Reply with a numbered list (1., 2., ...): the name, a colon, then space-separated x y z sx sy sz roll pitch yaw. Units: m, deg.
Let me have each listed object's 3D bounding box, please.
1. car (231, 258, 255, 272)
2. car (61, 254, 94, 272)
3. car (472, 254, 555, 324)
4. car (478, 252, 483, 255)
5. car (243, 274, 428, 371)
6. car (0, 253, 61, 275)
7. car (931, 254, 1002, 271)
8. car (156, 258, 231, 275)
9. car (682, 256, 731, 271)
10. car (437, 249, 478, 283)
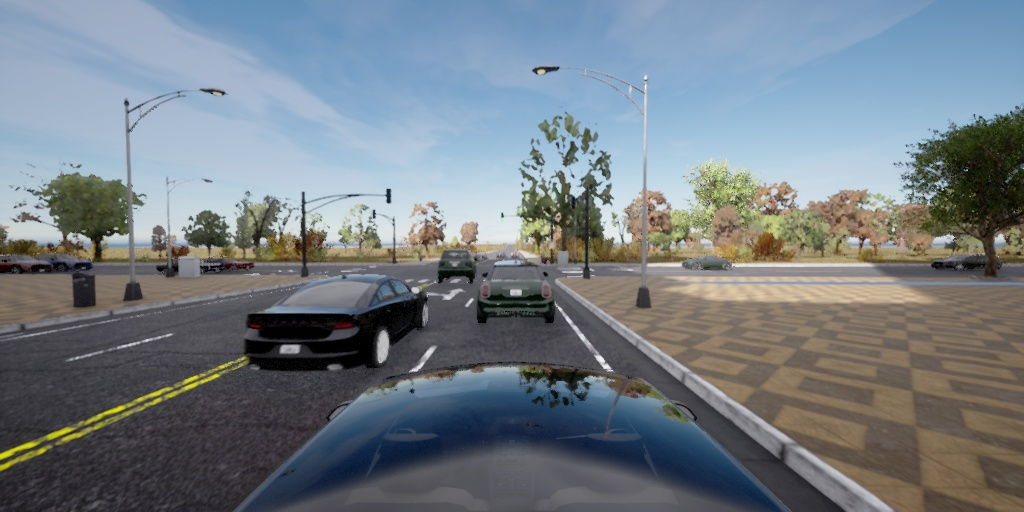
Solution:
1. car: -27.004 0.809 33.785 4.718 1.301 1.895 0 2 3
2. car: -43.365 0.563 34.515 4.553 1.767 2.097 0 2 3
3. car: 0.103 0.923 11.318 2.097 1.767 4.553 0 1 0
4. car: -6.378 0.248 57.559 2.033 1.411 5.357 0 1 2
5. car: -3.149 1.120 7.557 1.882 1.535 5.008 0 1 0
6. car: -43.080 0.674 31.245 4.553 1.767 2.097 0 2 3
7. car: 42.318 0.587 33.432 4.892 1.490 1.837 1 2 3
8. car: -27.191 0.919 30.542 4.718 1.301 1.895 0 2 3
9. car: 18.726 0.653 34.597 4.181 1.385 1.994 0 2 3
10. car: -3.491 0.595 23.290 2.150 2.045 5.566 0 0 -4
